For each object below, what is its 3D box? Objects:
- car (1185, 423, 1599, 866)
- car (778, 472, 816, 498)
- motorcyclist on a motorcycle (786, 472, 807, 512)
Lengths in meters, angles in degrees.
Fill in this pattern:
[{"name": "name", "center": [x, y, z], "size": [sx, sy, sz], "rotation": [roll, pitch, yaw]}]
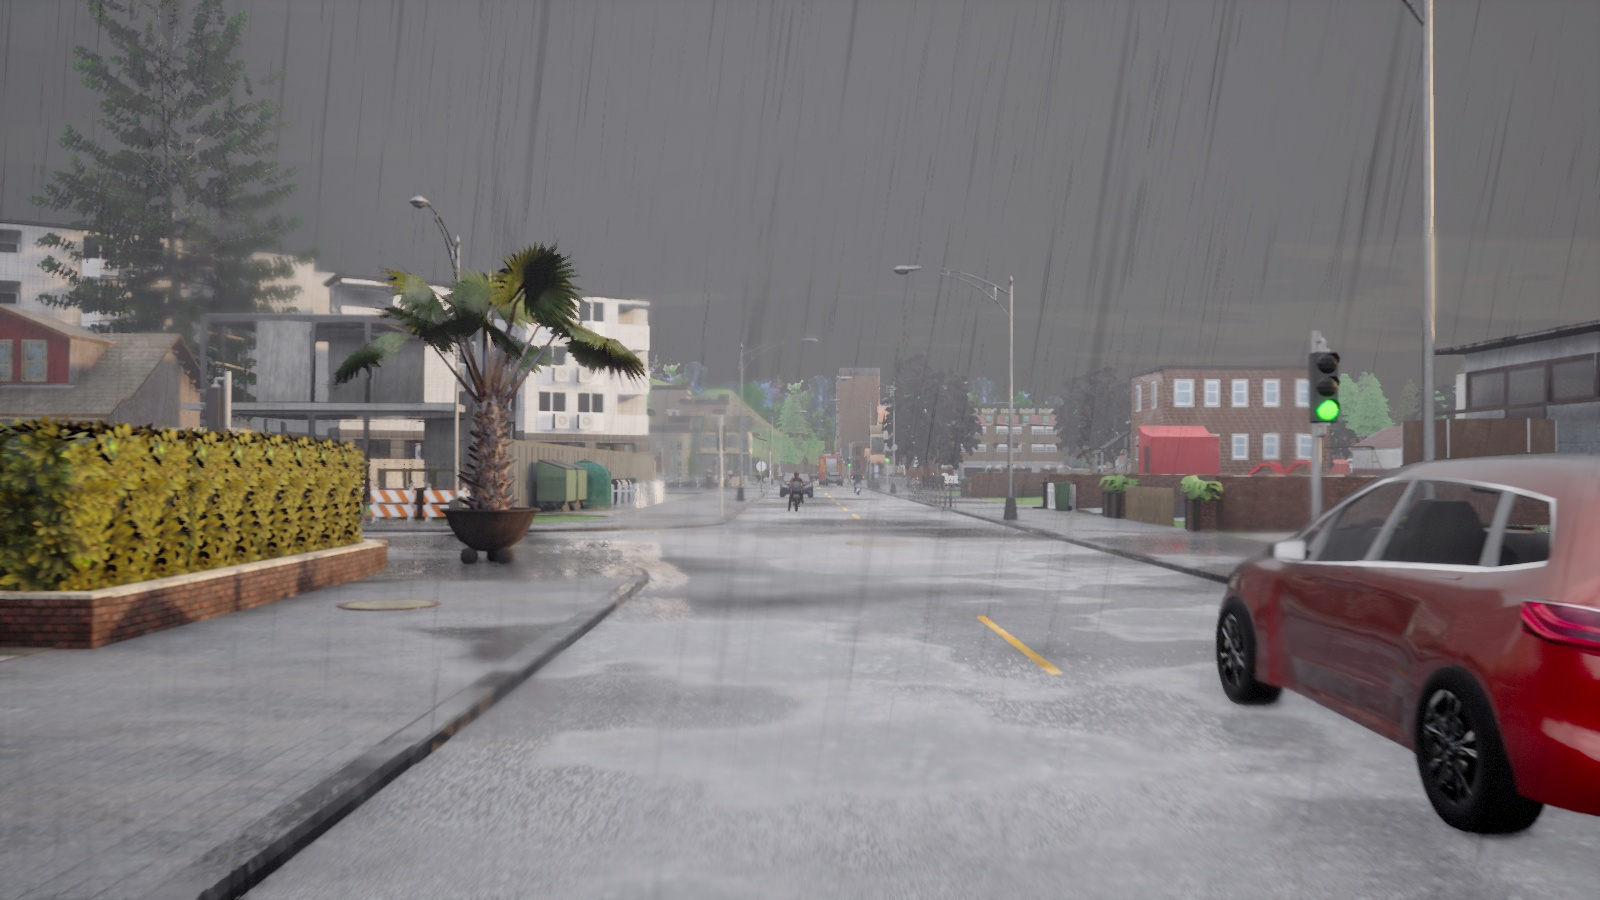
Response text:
[{"name": "car", "center": [3.951, 0.762, 7.026], "size": [2.242, 1.667, 4.611], "rotation": [0, -1, 1]}, {"name": "car", "center": [-0.186, 2.068, 74.813], "size": [2.163, 1.488, 4.792], "rotation": [0, -1, 0]}, {"name": "motorcyclist on a motorcycle", "center": [-0.121, 1.611, 48.629], "size": [0.797, 1.523, 2.044], "rotation": [0, -1, 0]}]
